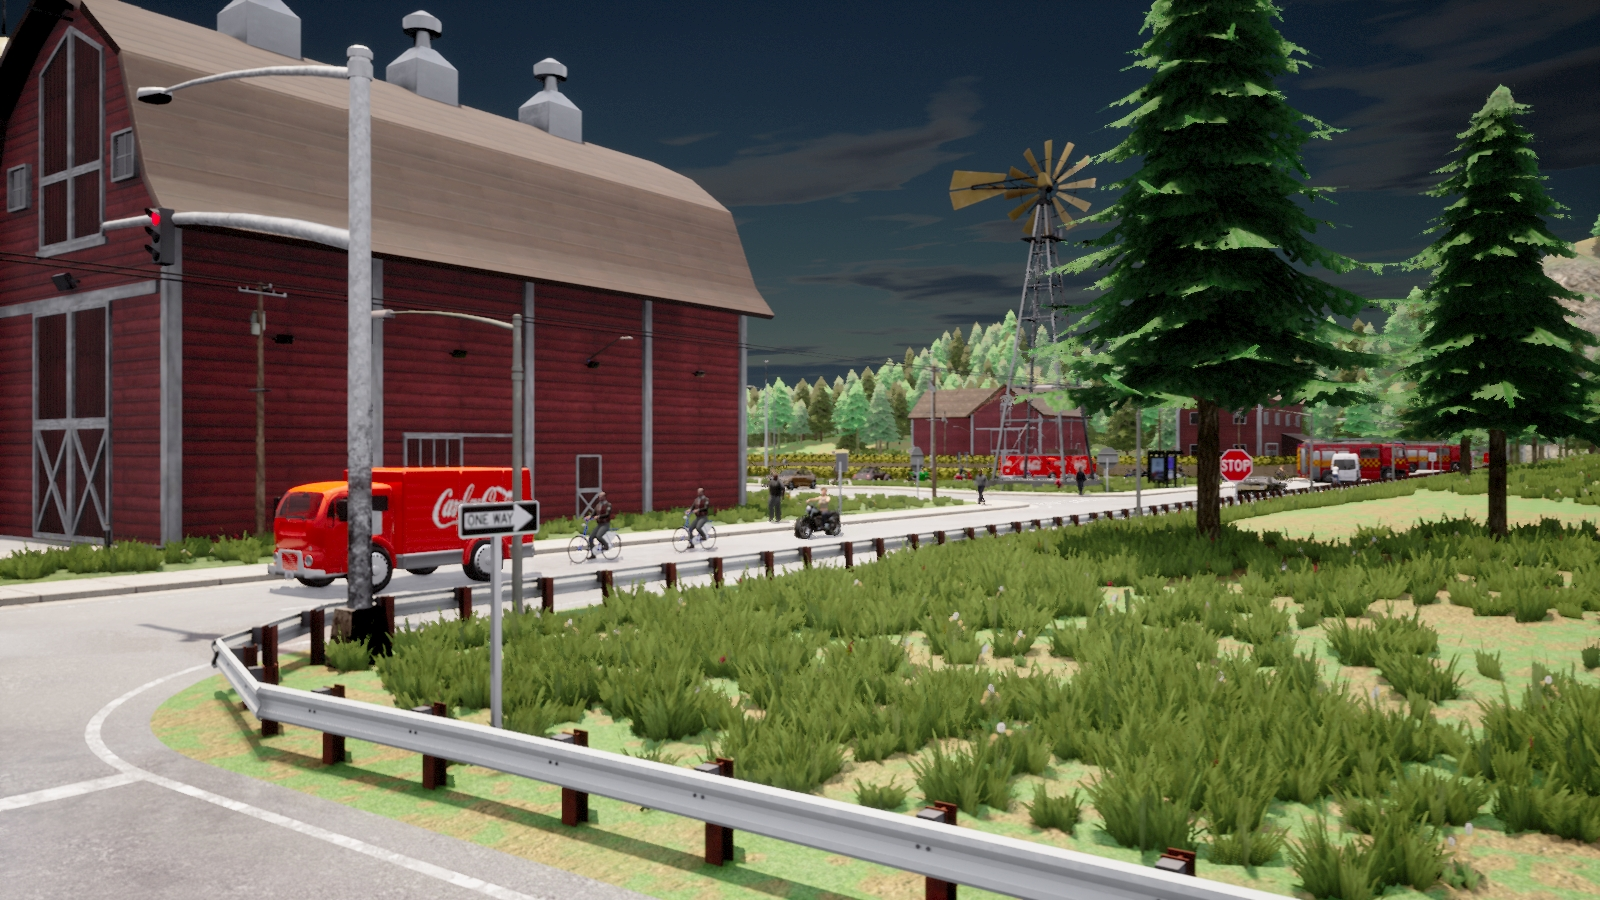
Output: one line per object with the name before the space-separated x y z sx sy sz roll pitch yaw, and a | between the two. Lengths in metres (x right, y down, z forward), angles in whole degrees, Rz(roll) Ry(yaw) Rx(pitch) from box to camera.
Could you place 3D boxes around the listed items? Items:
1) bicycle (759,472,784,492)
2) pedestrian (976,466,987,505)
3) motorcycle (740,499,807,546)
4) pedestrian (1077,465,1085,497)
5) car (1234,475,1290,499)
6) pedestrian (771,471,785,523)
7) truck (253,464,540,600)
bicycle | -1.923 2.179 77.508 1.487 1.276 0.859 0 0 35
pedestrian | 8.708 1.709 54.772 0.375 1.860 0.375 0 0 35
motorcycle | -0.797 2.180 34.821 0.764 1.277 2.356 0 0 36
pedestrian | 16.757 1.856 68.111 0.375 1.860 0.375 0 0 27
car | 27.366 2.163 67.601 1.895 1.301 4.718 0 0 37
pedestrian | -0.812 1.708 41.774 0.375 1.860 0.375 0 0 24
truck | -8.416 1.578 24.317 2.627 2.467 5.204 0 0 35
